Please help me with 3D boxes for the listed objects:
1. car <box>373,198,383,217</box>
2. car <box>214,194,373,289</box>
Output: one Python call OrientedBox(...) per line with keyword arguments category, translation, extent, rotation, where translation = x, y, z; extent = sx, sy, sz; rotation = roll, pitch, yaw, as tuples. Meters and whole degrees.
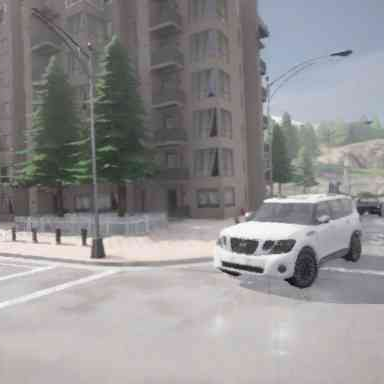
OrientedBox(category="car", translation=(13.216, 1.119, 25.003), extent=(1.895, 1.301, 4.718), rotation=(-2, 0, 31))
OrientedBox(category="car", translation=(2.990, 1.121, 9.411), extent=(2.150, 2.045, 5.566), rotation=(-1, 1, 44))
